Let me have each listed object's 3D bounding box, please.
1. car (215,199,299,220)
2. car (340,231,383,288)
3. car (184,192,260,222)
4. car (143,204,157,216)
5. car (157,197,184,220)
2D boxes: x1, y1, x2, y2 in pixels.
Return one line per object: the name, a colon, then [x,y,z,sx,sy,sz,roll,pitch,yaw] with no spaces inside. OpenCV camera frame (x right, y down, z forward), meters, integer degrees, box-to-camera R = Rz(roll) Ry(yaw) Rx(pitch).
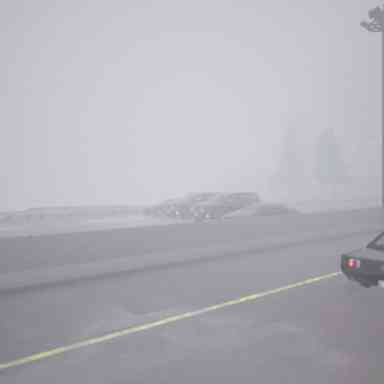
car: [4.238,1.352,19.914,5.357,1.411,2.033,-1,1,-36]
car: [5.568,1.484,7.719,4.718,1.301,1.895,-1,1,-35]
car: [2.503,1.021,22.974,5.566,2.045,2.150,-1,1,-35]
car: [-1.786,1.282,28.513,5.008,1.535,1.882,-1,1,-35]
car: [0.486,1.022,25.834,5.566,2.045,2.150,-1,1,-36]
